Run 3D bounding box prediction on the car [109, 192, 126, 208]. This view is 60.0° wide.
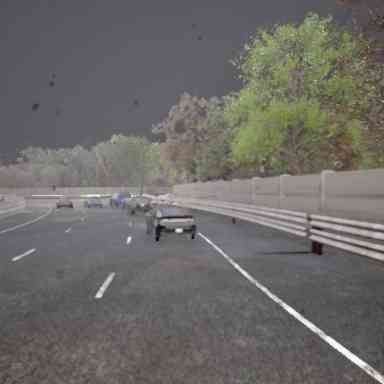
[{"bbox_3d":[-9.747,1.046,45.415,2.150,2.045,5.566,0,1,-25],"label":"car"}]

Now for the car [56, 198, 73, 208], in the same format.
[{"bbox_3d":[-17.109,1.432,44.562,1.994,1.385,4.181,0,0,-25],"label":"car"}]

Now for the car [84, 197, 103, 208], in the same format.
[{"bbox_3d":[-13.225,1.394,44.511,2.033,1.411,5.357,0,0,-25],"label":"car"}]

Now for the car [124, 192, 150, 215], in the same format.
[{"bbox_3d":[-5.118,1.214,32.479,2.097,1.767,4.553,0,0,-17],"label":"car"}]

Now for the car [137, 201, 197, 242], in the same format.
[{"bbox_3d":[-1.164,1.404,16.083,2.128,1.511,4.902,-1,0,-15],"label":"car"}]

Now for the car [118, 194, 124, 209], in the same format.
[{"bbox_3d":[-6.991,1.319,38.655,1.882,1.535,5.008,0,0,-21],"label":"car"}]
